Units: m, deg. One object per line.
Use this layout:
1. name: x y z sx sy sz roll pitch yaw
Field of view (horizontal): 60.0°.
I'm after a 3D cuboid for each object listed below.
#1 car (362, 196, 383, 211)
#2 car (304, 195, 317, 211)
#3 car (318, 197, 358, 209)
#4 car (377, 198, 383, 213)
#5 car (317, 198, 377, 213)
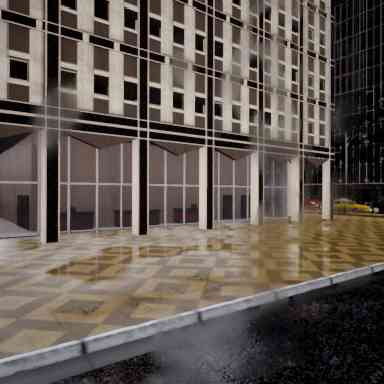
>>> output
1. car: 22.620 1.361 39.268 1.967 1.590 4.097 1 0 -36
2. car: 12.322 1.171 38.729 2.192 1.841 5.009 1 0 -36
3. car: 19.225 1.438 43.819 2.008 1.369 4.403 1 0 -36
4. car: 20.038 1.424 32.783 1.837 1.490 4.892 0 0 -36
5. car: 15.766 1.415 34.004 1.752 1.417 4.829 1 0 -36
